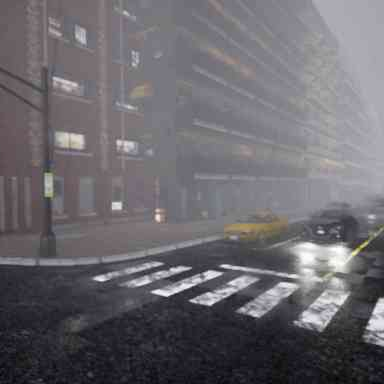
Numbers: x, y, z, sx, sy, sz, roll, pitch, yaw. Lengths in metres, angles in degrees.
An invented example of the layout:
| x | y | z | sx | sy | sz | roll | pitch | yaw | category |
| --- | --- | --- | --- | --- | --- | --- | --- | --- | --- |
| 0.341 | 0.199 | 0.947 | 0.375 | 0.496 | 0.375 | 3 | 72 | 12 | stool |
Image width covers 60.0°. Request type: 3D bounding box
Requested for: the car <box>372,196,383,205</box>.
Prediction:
| x | y | z | sx | sy | sz | roll | pitch | yaw | category |
| --- | --- | --- | --- | --- | --- | --- | --- | --- | --- |
| 32.392 | 1.435 | 57.263 | 1.887 | 1.381 | 4.507 | -1 | -1 | 35 | car |

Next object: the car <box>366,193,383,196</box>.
| x | y | z | sx | sy | sz | roll | pitch | yaw | category |
| --- | --- | --- | --- | --- | --- | --- | --- | --- | --- |
| 25.889 | 1.230 | 47.984 | 2.192 | 1.841 | 5.009 | -1 | -1 | 35 | car |

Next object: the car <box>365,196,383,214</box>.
| x | y | z | sx | sy | sz | roll | pitch | yaw | category |
| --- | --- | --- | --- | --- | --- | --- | --- | --- | --- |
| 19.605 | 1.443 | 34.426 | 1.837 | 1.490 | 4.892 | 0 | 0 | 35 | car |

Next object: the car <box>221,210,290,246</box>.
| x | y | z | sx | sy | sz | roll | pitch | yaw | category |
| --- | --- | --- | --- | --- | --- | --- | --- | --- | --- |
| 3.050 | 1.517 | 15.363 | 1.752 | 1.417 | 4.829 | -1 | -1 | 35 | car |

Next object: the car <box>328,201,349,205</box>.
| x | y | z | sx | sy | sz | roll | pitch | yaw | category |
| --- | --- | --- | --- | --- | --- | --- | --- | --- | --- |
| 12.896 | 1.506 | 29.422 | 1.887 | 1.381 | 4.507 | -1 | -1 | 35 | car |

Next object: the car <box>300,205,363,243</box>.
| x | y | z | sx | sy | sz | roll | pitch | yaw | category |
| --- | --- | --- | --- | --- | --- | --- | --- | --- | --- |
| 6.711 | 1.544 | 16.052 | 1.994 | 1.385 | 4.181 | 0 | 0 | 35 | car |

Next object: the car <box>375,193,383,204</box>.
| x | y | z | sx | sy | sz | roll | pitch | yaw | category |
| --- | --- | --- | --- | --- | --- | --- | --- | --- | --- |
| 35.636 | 1.192 | 61.903 | 2.192 | 1.841 | 5.009 | -1 | -1 | 35 | car |

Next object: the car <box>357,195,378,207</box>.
| x | y | z | sx | sy | sz | roll | pitch | yaw | category |
| --- | --- | --- | --- | --- | --- | --- | --- | --- | --- |
| 22.545 | 1.452 | 43.203 | 1.752 | 1.417 | 4.829 | -1 | -1 | 35 | car |
